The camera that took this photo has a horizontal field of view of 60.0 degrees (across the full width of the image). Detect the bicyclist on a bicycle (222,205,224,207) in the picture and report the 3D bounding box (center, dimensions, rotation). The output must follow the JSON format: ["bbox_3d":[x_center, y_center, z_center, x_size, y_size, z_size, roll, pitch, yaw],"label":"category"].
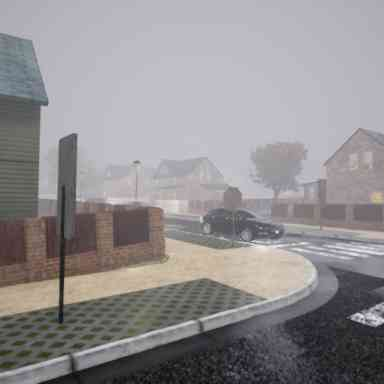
[{"bbox_3d":[2.685,1.464,26.350,1.656,1.620,0.582,1,-1,-34],"label":"bicyclist on a bicycle"}]

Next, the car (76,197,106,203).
[{"bbox_3d":[-10.624,1.594,35.746,2.033,1.411,5.357,2,-1,-34],"label":"car"}]

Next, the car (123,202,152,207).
[{"bbox_3d":[-4.214,1.515,26.133,2.128,1.511,4.902,2,-1,-34],"label":"car"}]

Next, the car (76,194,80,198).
[{"bbox_3d":[-18.820,1.362,53.153,2.150,2.045,5.566,2,-1,-34],"label":"car"}]

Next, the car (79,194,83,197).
[{"bbox_3d":[-13.073,1.484,44.624,2.097,1.767,4.553,2,-1,-33],"label":"car"}]

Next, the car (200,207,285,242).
[{"bbox_3d":[2.309,1.502,16.423,1.837,1.490,4.892,2,-1,-35],"label":"car"}]
